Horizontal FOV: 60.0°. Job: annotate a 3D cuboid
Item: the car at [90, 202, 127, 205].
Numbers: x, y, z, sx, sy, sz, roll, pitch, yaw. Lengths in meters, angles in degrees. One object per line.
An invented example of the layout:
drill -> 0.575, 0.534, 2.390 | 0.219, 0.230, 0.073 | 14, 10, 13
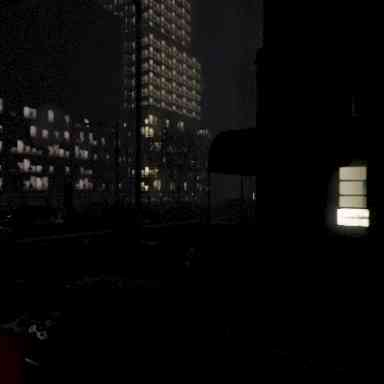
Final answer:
car -> -7.824, 1.859, 35.057 | 2.128, 1.511, 4.902 | 0, 0, 36

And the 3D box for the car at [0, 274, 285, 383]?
car -> -1.134, 1.612, 3.657 | 4.206, 1.307, 1.802 | -1, 0, 35

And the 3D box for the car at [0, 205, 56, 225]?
car -> -13.334, 1.833, 27.467 | 1.837, 1.490, 4.892 | 0, 0, 36

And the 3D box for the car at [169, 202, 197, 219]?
car -> -1.120, 1.991, 34.229 | 1.802, 1.307, 4.206 | 0, 0, 36

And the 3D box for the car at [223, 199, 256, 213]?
car -> 6.028, 1.776, 44.159 | 2.192, 1.841, 5.009 | 0, 0, 36

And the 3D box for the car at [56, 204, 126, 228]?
car -> -7.556, 1.914, 25.355 | 2.008, 1.369, 4.403 | 0, 0, 36

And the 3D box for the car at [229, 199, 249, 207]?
car -> 8.852, 2.019, 62.468 | 1.752, 1.417, 4.829 | 0, 0, 36

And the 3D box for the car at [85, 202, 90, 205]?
car -> -10.708, 1.790, 35.723 | 1.967, 1.590, 4.097 | 0, 0, 36

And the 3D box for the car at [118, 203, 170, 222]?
car -> -4.337, 1.952, 29.793 | 1.947, 1.339, 4.313 | 0, 0, 36

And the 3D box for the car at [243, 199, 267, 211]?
car -> 9.260, 1.925, 48.672 | 1.967, 1.590, 4.097 | 0, 0, 36
